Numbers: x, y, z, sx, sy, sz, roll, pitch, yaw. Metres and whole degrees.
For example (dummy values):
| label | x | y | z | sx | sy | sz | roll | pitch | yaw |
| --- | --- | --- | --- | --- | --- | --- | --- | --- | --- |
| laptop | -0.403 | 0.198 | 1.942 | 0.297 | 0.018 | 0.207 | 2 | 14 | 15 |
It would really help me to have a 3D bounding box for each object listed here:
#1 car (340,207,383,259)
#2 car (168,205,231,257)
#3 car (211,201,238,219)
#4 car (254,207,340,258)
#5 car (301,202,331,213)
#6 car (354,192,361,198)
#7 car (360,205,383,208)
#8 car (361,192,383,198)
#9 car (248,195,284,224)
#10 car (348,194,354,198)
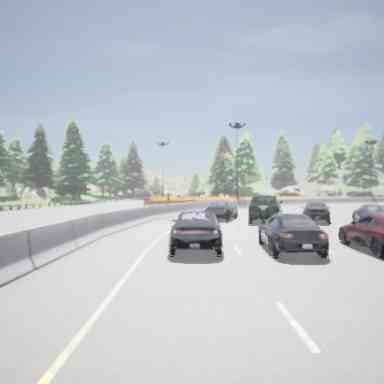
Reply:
| label | x | y | z | sx | sy | sz | roll | pitch | yaw |
| --- | --- | --- | --- | --- | --- | --- | --- | --- | --- |
| car | 7.178 | 1.523 | 12.429 | 1.812 | 1.442 | 4.674 | 0 | 0 | 3 |
| car | 0.208 | 1.489 | 12.943 | 2.128 | 1.511 | 4.902 | 0 | 0 | 3 |
| car | 2.466 | 1.486 | 26.528 | 2.128 | 1.511 | 4.902 | 0 | 0 | 18 |
| car | 3.691 | 1.523 | 12.629 | 1.812 | 1.442 | 4.674 | 0 | 0 | 3 |
| car | 9.341 | 1.501 | 25.055 | 1.837 | 1.490 | 4.892 | 0 | 0 | 19 |
| car | 41.060 | 1.224 | 77.613 | 4.674 | 1.442 | 1.812 | -1 | 0 | -7 |
| car | 12.064 | 1.543 | 22.256 | 2.033 | 1.411 | 5.357 | 0 | 0 | 16 |
| car | 41.028 | 1.185 | 74.091 | 5.008 | 1.535 | 1.882 | -1 | 0 | -7 |
| car | 5.522 | 1.218 | 24.723 | 2.150 | 2.045 | 5.566 | 0 | 0 | 17 |
| car | 41.058 | 0.920 | 81.132 | 5.566 | 2.045 | 2.150 | -1 | 0 | -7 |
